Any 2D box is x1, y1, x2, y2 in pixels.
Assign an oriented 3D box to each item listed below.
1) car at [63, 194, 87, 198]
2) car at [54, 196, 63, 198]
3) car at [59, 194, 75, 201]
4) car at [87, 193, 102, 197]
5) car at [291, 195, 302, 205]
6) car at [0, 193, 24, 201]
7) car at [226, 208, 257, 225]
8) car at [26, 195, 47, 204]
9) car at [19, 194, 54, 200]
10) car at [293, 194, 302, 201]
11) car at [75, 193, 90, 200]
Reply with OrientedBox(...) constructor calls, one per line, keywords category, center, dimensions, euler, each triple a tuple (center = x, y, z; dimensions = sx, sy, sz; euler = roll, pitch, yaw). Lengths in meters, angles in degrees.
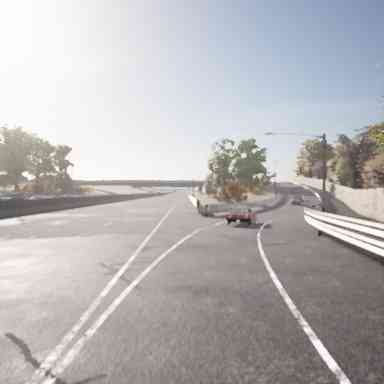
OrientedBox(category="car", center=(-22.291, 1.383, 63.653), dimensions=(1.882, 1.535, 5.008), euler=(0, 0, -1))
OrientedBox(category="car", center=(-25.780, 1.489, 63.098), dimensions=(1.895, 1.301, 4.718), euler=(0, 0, -1))
OrientedBox(category="car", center=(-29.583, 1.187, 78.714), dimensions=(1.882, 1.535, 5.008), euler=(0, 0, -1))
OrientedBox(category="car", center=(-22.584, 1.028, 78.863), dimensions=(1.837, 1.490, 4.892), euler=(0, 0, -1))
OrientedBox(category="car", center=(21.444, 1.951, 68.699), dimensions=(1.895, 1.301, 4.718), euler=(0, 3, 19))
OrientedBox(category="car", center=(-25.515, 1.109, 46.904), dimensions=(2.150, 2.045, 5.566), euler=(0, 0, -1))
OrientedBox(category="car", center=(4.086, 1.896, 26.710), dimensions=(1.895, 1.301, 4.718), euler=(0, -1, 18))
OrientedBox(category="car", center=(-29.273, 1.380, 62.723), dimensions=(1.837, 1.490, 4.892), euler=(0, 0, -1))
OrientedBox(category="car", center=(-22.027, 1.392, 47.345), dimensions=(2.128, 1.511, 4.902), euler=(0, 0, -1))
OrientedBox(category="car", center=(24.758, 1.317, 78.242), dimensions=(1.994, 1.385, 4.181), euler=(0, 4, 18))
OrientedBox(category="car", center=(-26.092, 1.061, 79.195), dimensions=(2.097, 1.767, 4.553), euler=(0, 0, -1))
